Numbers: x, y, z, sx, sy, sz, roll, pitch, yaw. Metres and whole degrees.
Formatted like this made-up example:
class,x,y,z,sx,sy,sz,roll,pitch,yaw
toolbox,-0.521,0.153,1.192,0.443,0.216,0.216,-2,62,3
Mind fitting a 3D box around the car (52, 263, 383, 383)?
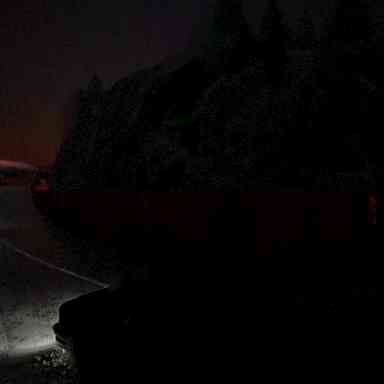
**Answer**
class,x,y,z,sx,sy,sz,roll,pitch,yaw
car,0.684,1.563,3.634,5.357,1.411,2.033,0,0,37
